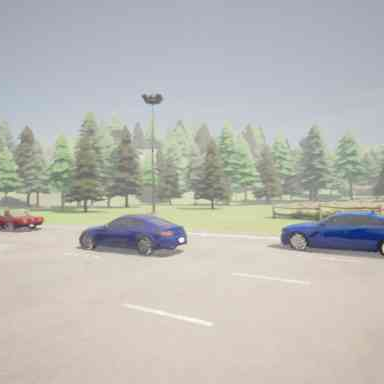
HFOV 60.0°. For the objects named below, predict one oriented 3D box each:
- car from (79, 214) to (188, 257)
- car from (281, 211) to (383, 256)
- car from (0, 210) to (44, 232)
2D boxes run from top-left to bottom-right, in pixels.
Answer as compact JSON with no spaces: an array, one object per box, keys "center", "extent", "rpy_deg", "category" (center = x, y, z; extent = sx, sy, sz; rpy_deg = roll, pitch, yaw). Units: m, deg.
[{"center":[-2.397,1.629,13.349],"extent":[4.674,1.442,1.812],"rpy_deg":[-1,0,29],"category":"car"},{"center":[5.865,1.483,12.466],"extent":[5.008,1.535,1.882],"rpy_deg":[-1,-1,34],"category":"car"},{"center":[-12.220,1.866,21.906],"extent":[4.718,1.301,1.895],"rpy_deg":[-1,0,22],"category":"car"}]
